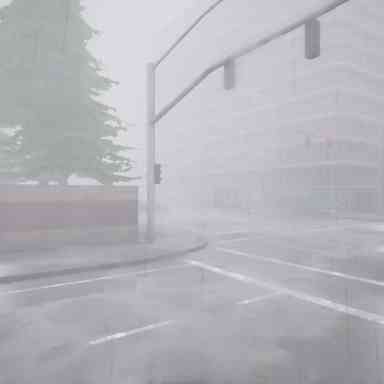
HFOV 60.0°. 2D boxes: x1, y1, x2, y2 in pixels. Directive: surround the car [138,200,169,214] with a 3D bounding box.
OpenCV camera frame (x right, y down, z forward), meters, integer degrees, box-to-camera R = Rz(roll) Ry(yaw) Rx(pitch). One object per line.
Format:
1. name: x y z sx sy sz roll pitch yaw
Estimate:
1. car: -4.237 1.544 35.120 2.128 1.511 4.902 0 0 -35
